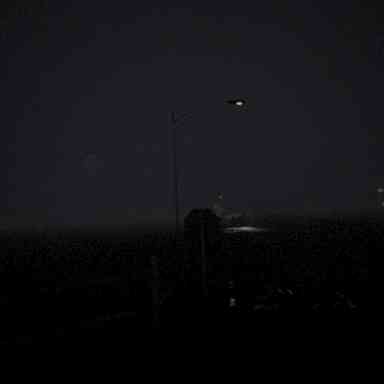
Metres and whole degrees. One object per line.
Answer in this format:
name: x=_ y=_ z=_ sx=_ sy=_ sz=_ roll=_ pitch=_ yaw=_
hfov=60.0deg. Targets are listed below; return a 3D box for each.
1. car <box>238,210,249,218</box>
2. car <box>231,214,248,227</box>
car: x=13.083 y=5.916 z=82.898 sx=1.994 sy=1.385 sz=4.181 roll=-3 pitch=-3 yaw=6
car: x=6.562 y=4.185 z=47.567 sx=1.895 sy=1.301 sz=4.718 roll=-3 pitch=-3 yaw=6
